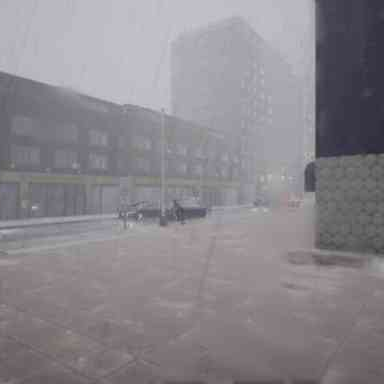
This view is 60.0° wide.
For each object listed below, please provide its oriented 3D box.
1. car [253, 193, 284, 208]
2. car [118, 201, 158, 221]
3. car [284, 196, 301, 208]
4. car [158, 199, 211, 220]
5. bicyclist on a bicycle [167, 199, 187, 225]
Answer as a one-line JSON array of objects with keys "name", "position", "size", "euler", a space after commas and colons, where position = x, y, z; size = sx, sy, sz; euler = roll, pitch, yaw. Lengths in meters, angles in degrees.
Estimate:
[{"name": "car", "position": [10.906, 1.185, 48.203], "size": [2.150, 2.045, 5.566], "euler": [0, 0, 36]}, {"name": "car", "position": [-3.930, 1.506, 27.578], "size": [1.837, 1.490, 4.892], "euler": [0, 0, 36]}, {"name": "car", "position": [13.890, 1.312, 47.503], "size": [2.097, 1.767, 4.553], "euler": [0, 0, 36]}, {"name": "car", "position": [-0.340, 1.350, 27.527], "size": [2.097, 1.767, 4.553], "euler": [0, 0, 36]}, {"name": "bicyclist on a bicycle", "position": [-0.998, 1.309, 21.602], "size": [1.656, 1.620, 0.582], "euler": [0, 0, 36]}]
